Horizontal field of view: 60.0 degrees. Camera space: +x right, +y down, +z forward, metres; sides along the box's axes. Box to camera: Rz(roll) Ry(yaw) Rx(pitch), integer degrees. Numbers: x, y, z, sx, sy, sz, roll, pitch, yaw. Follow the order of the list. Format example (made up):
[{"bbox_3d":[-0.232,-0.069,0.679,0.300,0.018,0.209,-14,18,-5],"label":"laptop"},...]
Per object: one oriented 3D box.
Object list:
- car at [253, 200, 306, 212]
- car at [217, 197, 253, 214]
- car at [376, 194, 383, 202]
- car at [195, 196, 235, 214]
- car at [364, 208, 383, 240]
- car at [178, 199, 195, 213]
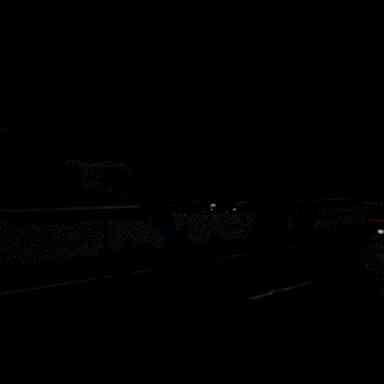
[{"bbox_3d":[7.204,1.416,26.310,4.181,1.385,1.994,0,0,-35],"label":"car"},{"bbox_3d":[4.759,1.381,28.866,4.674,1.442,1.812,0,0,-35],"label":"car"},{"bbox_3d":[34.259,1.069,58.283,4.892,1.490,1.837,-1,0,-34],"label":"car"},{"bbox_3d":[2.993,1.205,31.905,4.553,1.767,2.097,0,0,-35],"label":"car"},{"bbox_3d":[9.646,1.377,14.916,4.902,1.511,2.128,-1,0,-35],"label":"car"},{"bbox_3d":[0.717,1.381,34.573,4.674,1.442,1.812,-1,0,-36],"label":"car"}]
